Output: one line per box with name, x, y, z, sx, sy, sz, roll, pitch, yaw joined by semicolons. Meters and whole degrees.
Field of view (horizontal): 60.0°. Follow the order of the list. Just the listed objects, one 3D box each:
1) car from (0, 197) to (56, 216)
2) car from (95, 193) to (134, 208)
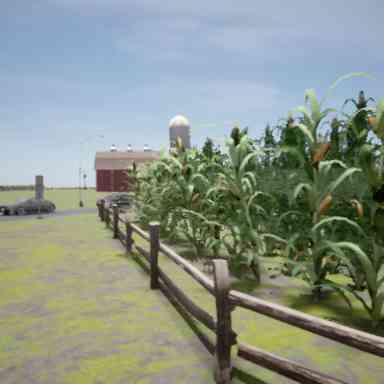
car;-13.387;1.123;27.262;1.994;1.385;4.181;0;1;32
car;-8.320;0.886;35.897;1.837;1.490;4.892;0;1;29
